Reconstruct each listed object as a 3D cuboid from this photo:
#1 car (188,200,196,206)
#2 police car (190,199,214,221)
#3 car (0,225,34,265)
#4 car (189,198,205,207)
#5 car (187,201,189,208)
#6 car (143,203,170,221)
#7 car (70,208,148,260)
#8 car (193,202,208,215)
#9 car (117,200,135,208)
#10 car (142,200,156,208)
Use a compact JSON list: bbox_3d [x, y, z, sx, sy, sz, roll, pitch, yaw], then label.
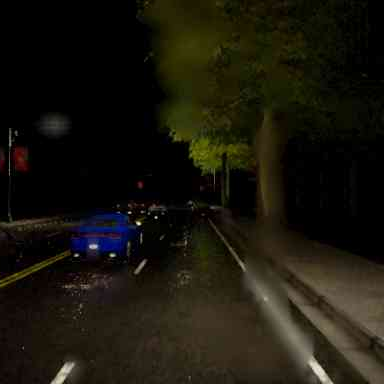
[{"bbox_3d":[0.022,2.623,83.617,2.033,1.411,5.357,0,-1,0],"label":"car"},{"bbox_3d":[0.983,1.801,31.452,1.930,1.638,5.238,0,-1,0],"label":"police car"},{"bbox_3d":[-6.598,1.655,9.601,2.033,1.411,5.357,0,-1,0],"label":"car"},{"bbox_3d":[0.988,1.817,47.374,2.150,2.045,5.566,0,-1,0],"label":"car"},{"bbox_3d":[0.018,2.398,64.658,1.994,1.385,4.181,0,-1,0],"label":"car"},{"bbox_3d":[-3.141,1.978,31.534,1.895,1.301,4.718,0,-1,0],"label":"car"},{"bbox_3d":[-3.147,1.625,13.101,1.882,1.535,5.008,0,-1,0],"label":"car"},{"bbox_3d":[0.986,2.014,41.341,1.837,1.490,4.892,0,-1,0],"label":"car"},{"bbox_3d":[-9.813,1.976,49.669,2.097,1.767,4.553,0,-1,0],"label":"car"},{"bbox_3d":[-6.560,2.009,51.997,2.097,1.767,4.553,0,-1,0],"label":"car"}]
